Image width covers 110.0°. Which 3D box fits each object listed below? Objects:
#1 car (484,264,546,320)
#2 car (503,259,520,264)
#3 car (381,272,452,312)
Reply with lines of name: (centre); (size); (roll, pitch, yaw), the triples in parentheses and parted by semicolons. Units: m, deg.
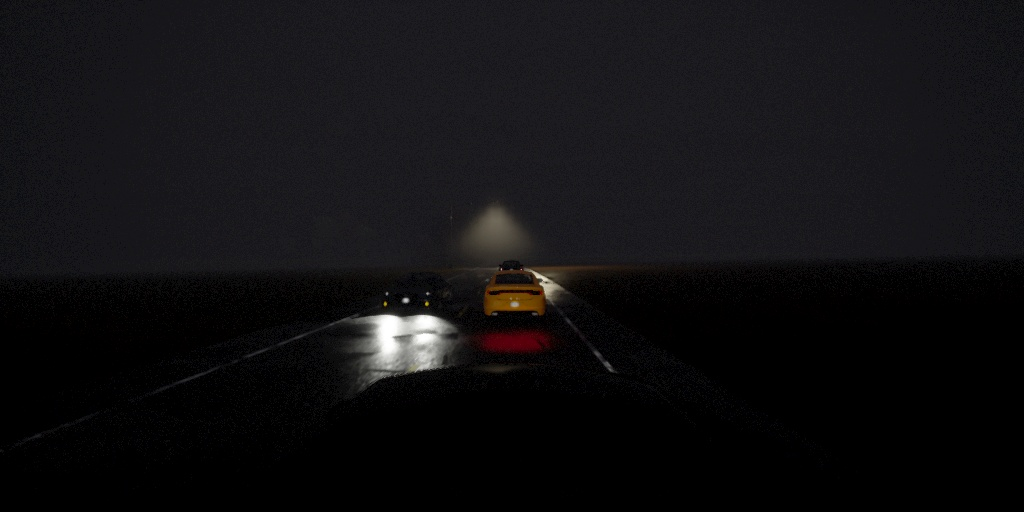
car: (0.073, 1.231, 12.678); (1.882, 1.535, 5.008); (0, 0, 0)
car: (-0.059, 1.118, 30.749); (2.097, 1.767, 4.553); (0, 0, -1)
car: (-3.613, 1.318, 14.199); (1.994, 1.385, 4.181); (0, 0, 0)
